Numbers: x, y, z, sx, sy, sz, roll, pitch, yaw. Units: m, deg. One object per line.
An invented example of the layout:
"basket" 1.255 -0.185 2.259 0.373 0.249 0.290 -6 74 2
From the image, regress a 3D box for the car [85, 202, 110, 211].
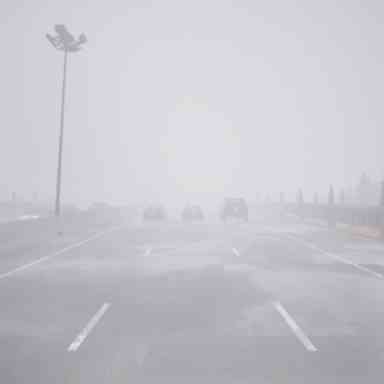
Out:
"car" -10.588 1.865 37.670 1.837 1.490 4.892 0 0 0

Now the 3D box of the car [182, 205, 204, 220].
"car" 0.099 1.866 31.446 1.994 1.385 4.181 0 -1 0

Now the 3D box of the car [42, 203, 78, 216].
"car" -14.092 1.949 36.319 1.895 1.301 4.718 0 -1 0

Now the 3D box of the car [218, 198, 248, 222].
"car" 3.600 1.506 29.550 2.150 2.045 5.566 0 0 0

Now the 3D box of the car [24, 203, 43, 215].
"car" -17.587 1.932 38.431 1.994 1.385 4.181 0 -1 0

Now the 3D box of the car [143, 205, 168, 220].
"car" -3.401 1.864 31.252 1.994 1.385 4.181 0 -1 0
